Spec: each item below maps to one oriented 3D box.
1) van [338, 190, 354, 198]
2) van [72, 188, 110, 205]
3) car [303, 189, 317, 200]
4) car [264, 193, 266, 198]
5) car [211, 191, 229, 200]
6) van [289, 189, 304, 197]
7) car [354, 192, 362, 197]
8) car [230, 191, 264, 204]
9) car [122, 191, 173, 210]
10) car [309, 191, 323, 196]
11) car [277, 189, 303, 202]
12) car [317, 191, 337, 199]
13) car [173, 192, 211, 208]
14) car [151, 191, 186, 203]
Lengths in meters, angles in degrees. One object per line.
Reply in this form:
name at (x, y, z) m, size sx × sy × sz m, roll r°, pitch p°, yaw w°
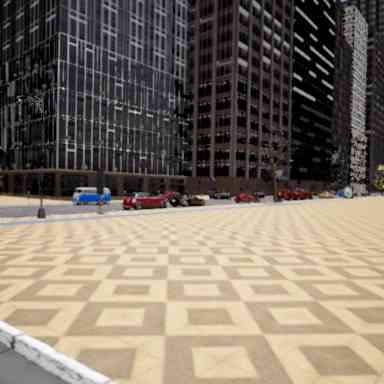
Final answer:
van at (33.221, 0.390, 72.428) m, size 1.690 × 1.788 × 3.998 m, roll 3°, pitch 2°, yaw 41°
van at (-10.592, 0.441, 35.190) m, size 1.690 × 1.788 × 3.998 m, roll 3°, pitch 2°, yaw 41°
car at (18.251, 0.477, 55.289) m, size 2.192 × 1.841 × 5.009 m, roll 3°, pitch 2°, yaw 41°
car at (11.948, 0.498, 60.821) m, size 1.947 × 1.339 × 4.313 m, roll 3°, pitch 2°, yaw 41°
car at (4.462, 0.554, 52.252) m, size 1.947 × 1.339 × 4.313 m, roll 3°, pitch 2°, yaw 41°
van at (23.182, 0.188, 73.668) m, size 1.690 × 1.788 × 3.998 m, roll 3°, pitch 2°, yaw 41°
car at (36.959, 0.571, 76.718) m, size 2.008 × 1.369 × 4.403 m, roll 3°, pitch 2°, yaw 41°
car at (7.017, 0.829, 42.443) m, size 1.802 × 1.307 × 4.206 m, roll 3°, pitch 2°, yaw 41°
car at (-4.115, 0.776, 29.507) m, size 1.967 × 1.590 × 4.097 m, roll 3°, pitch 2°, yaw 41°
car at (30.662, 0.357, 82.244) m, size 1.947 × 1.339 × 4.313 m, roll 3°, pitch 2°, yaw 41°
car at (14.509, 0.505, 51.005) m, size 2.192 × 1.841 × 5.009 m, roll 3°, pitch 2°, yaw 41°
car at (25.843, 0.629, 63.991) m, size 1.752 × 1.417 × 4.829 m, roll 3°, pitch 2°, yaw 41°
car at (-0.418, 0.872, 33.832) m, size 1.947 × 1.339 × 4.313 m, roll 3°, pitch 2°, yaw 41°
car at (-3.028, 0.590, 43.690) m, size 1.887 × 1.381 × 4.507 m, roll 3°, pitch 2°, yaw 41°
